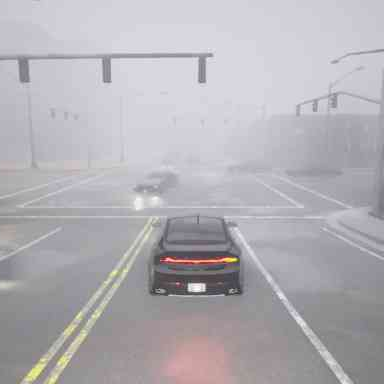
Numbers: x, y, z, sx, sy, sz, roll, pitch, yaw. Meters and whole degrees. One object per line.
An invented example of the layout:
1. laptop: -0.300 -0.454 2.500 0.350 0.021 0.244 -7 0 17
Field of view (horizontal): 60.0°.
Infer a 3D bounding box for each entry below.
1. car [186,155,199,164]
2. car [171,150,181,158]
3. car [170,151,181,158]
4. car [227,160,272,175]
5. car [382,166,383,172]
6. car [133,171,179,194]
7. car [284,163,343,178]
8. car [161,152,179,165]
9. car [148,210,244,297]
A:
1. car: 0.101 -5.251 53.104 1.994 1.385 4.181 0 9 0
2. car: -3.465 -8.093 70.992 1.882 1.535 5.008 0 9 0
3. car: -3.538 -6.653 60.814 2.097 1.767 4.553 0 9 0
4. car: 6.284 -2.728 36.337 4.892 1.490 1.837 1 9 0
5. car: 23.466 -2.680 36.275 5.357 1.411 2.033 0 9 0
6. car: -2.429 -0.824 24.250 2.033 1.411 5.357 2 9 14
7. car: 12.005 -2.147 32.833 5.357 1.411 2.033 0 9 0
8. car: -3.572 -4.895 50.684 2.033 1.411 5.357 0 9 0
9. car: 0.076 1.200 8.020 1.837 1.490 4.892 0 4 0
